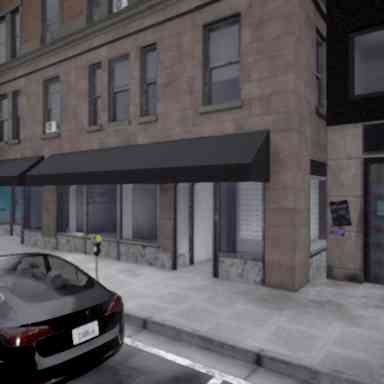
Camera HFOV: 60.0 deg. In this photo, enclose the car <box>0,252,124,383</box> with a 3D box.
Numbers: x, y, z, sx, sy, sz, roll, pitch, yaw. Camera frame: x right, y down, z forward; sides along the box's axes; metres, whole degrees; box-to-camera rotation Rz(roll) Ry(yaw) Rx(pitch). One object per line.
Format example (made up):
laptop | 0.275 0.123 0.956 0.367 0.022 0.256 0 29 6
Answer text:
car | -2.850 1.565 4.830 4.313 1.339 1.947 0 0 35
